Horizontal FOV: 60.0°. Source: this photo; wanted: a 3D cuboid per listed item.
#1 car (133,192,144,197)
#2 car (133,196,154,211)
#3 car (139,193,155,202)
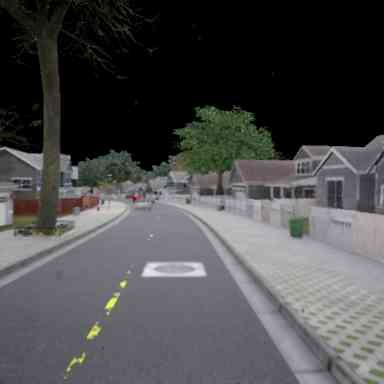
[{"bbox_3d":[-11.500,1.111,72.881,2.150,2.045,5.566,0,0,-20],"label":"car"},{"bbox_3d":[-5.867,1.499,39.621,1.895,1.301,4.718,0,0,-9],"label":"car"},{"bbox_3d":[-8.319,1.454,62.811,2.033,1.411,5.357,0,0,-17],"label":"car"}]
